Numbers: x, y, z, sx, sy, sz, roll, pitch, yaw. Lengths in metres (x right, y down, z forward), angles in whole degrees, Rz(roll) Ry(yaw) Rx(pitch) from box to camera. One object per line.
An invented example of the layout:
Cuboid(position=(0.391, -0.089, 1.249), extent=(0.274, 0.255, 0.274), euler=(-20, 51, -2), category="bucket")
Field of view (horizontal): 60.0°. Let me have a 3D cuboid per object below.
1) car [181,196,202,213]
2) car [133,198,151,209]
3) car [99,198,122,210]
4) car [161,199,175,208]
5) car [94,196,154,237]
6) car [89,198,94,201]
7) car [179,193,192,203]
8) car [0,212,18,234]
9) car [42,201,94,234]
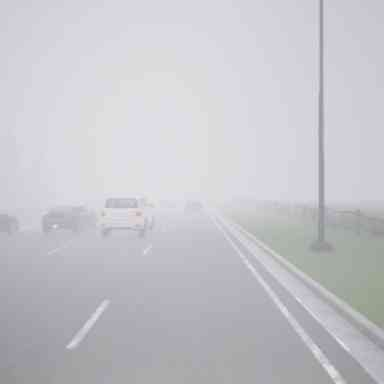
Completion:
Cuboid(position=(0.113, 1.473, 36.725), extent=(1.882, 1.535, 5.008), euler=(0, 0, 0), category="car")
Cuboid(position=(-6.928, 1.595, 46.923), extent=(1.895, 1.301, 4.718), euler=(0, 0, -1), category="car")
Cuboid(position=(-10.391, 1.522, 42.753), extent=(1.812, 1.442, 4.674), euler=(0, 0, 0), category="car")
Cuboid(position=(-3.440, 1.595, 47.957), extent=(1.895, 1.301, 4.718), euler=(0, 0, -1), category="car")
Cuboid(position=(-3.394, 1.217, 18.307), extent=(2.150, 2.045, 5.566), euler=(0, 0, 0), category="car")
Cuboid(position=(-13.962, 1.559, 48.334), extent=(1.994, 1.385, 4.181), euler=(0, 0, -2), category="car")
Cuboid(position=(-1.152, 1.211, 63.926), extent=(2.150, 2.045, 5.566), euler=(1, 0, -10), category="car")
Cuboid(position=(-10.394, 1.490, 16.187), extent=(2.128, 1.511, 4.902), euler=(0, 0, 0), category="car")
Cuboid(position=(-6.893, 1.501, 19.163), extent=(1.837, 1.490, 4.892), euler=(0, -1, 0), category="car")
